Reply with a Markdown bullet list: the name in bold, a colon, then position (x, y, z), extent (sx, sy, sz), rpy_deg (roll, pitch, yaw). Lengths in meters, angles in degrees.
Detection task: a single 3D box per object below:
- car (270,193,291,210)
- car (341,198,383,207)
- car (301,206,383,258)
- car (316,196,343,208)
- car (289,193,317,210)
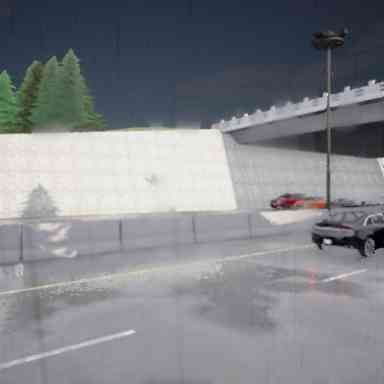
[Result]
- **car**: position (12.522, 1.178, 42.879), extent (5.566, 2.045, 2.150), rpy_deg (0, 0, -35)
- **car**: position (17.462, 1.570, 33.522), extent (4.718, 1.301, 1.895), rpy_deg (0, 0, -35)
- **car**: position (6.594, 1.479, 12.717), extent (4.902, 1.511, 2.128), rpy_deg (0, 0, -35)
- **car**: position (16.613, 1.456, 37.204), extent (4.902, 1.511, 2.128), rpy_deg (0, 0, -35)
- **car**: position (14.214, 1.312, 39.791), extent (4.553, 1.767, 2.097), rpy_deg (0, 0, -35)
